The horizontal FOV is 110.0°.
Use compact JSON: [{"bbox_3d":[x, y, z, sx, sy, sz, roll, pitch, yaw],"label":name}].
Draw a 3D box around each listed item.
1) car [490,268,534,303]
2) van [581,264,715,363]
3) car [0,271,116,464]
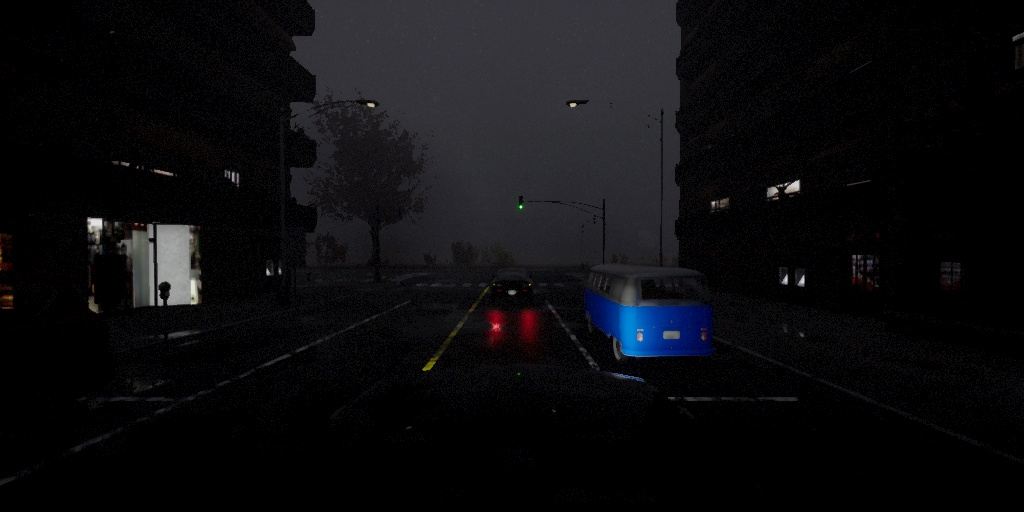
[{"bbox_3d":[0.000,1.277,16.501,1.812,1.442,4.674,0,0,0],"label":"car"},{"bbox_3d":[2.689,1.088,7.866,1.690,1.789,3.998,0,0,0],"label":"van"},{"bbox_3d":[-5.692,1.064,2.153,2.192,1.841,5.009,0,0,0],"label":"car"}]
